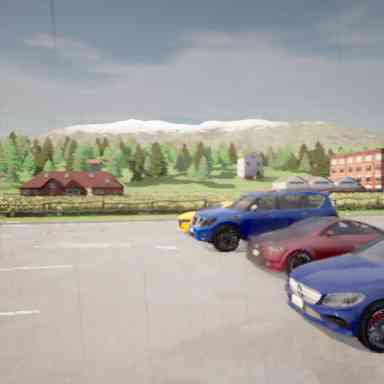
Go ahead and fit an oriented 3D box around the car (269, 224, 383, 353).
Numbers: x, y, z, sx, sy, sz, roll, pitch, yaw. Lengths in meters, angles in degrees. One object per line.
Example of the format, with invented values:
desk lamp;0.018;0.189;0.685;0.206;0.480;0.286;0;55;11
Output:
car;3.909;1.403;5.587;4.674;1.442;1.812;0;1;-11

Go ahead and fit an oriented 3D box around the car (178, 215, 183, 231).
car;1.821;1.186;15.889;5.008;1.535;1.882;0;1;-11

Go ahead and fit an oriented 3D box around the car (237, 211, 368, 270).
car;3.629;1.381;9.111;4.181;1.385;1.994;0;1;-11

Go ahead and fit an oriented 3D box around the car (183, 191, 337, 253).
car;2.697;0.985;12.489;5.566;2.045;2.150;0;1;-11
